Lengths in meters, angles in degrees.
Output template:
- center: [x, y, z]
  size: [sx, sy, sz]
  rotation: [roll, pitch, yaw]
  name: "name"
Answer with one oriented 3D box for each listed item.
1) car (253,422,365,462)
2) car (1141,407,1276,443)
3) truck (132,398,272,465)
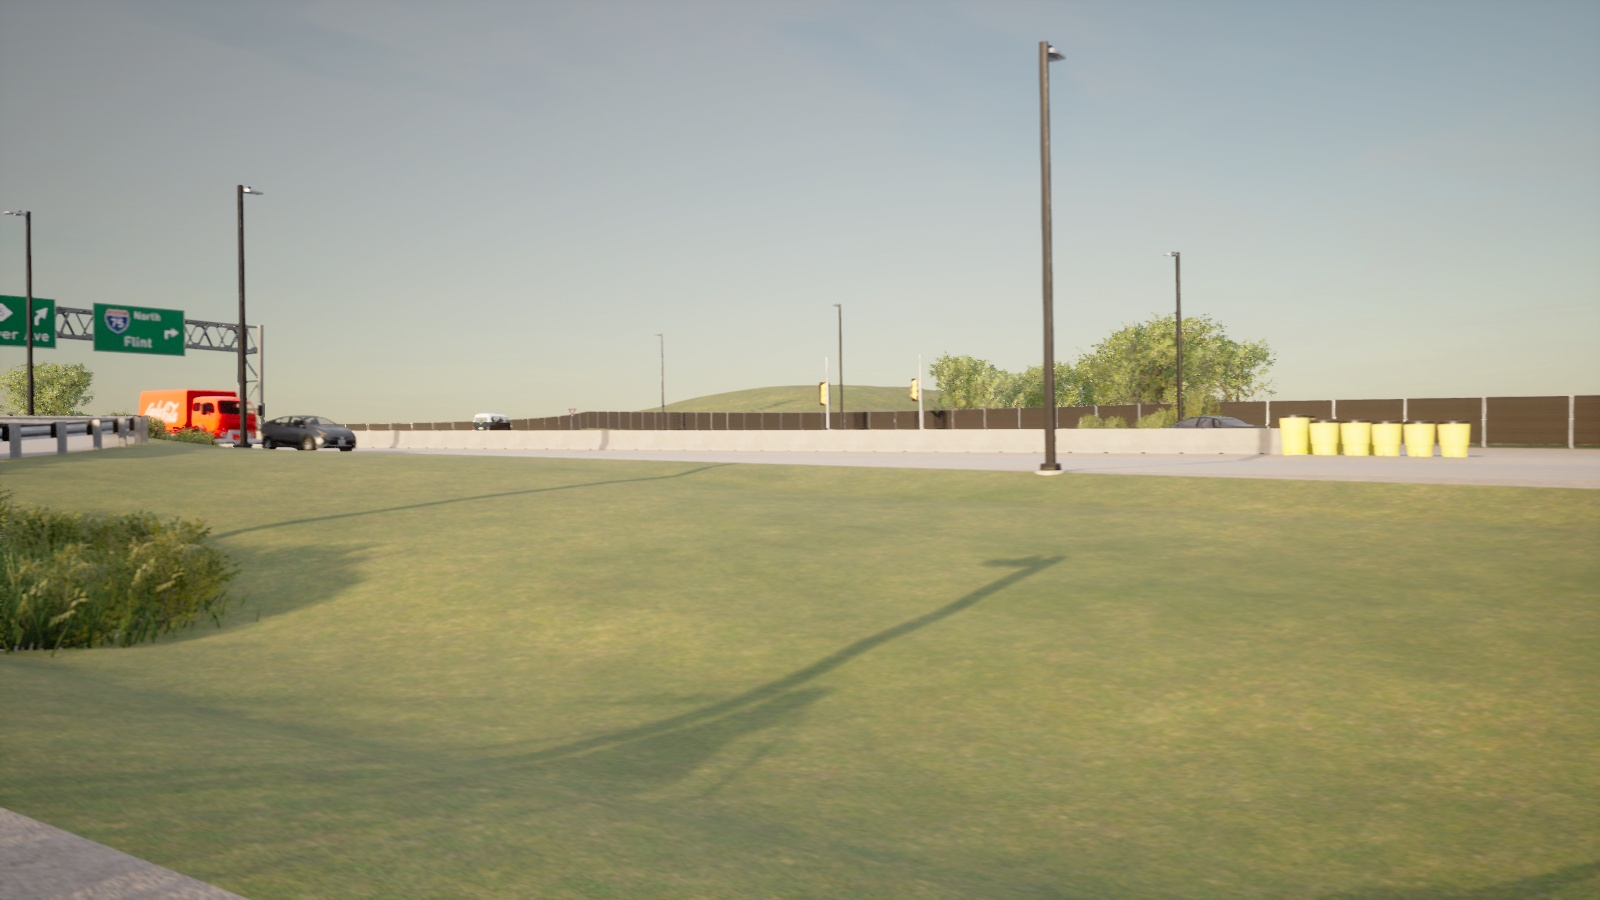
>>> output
- center: [-19.957, -0.316, 50.966]
  size: [4.514, 1.525, 2.007]
  rotation: [0, 1, 34]
  name: "car"
- center: [17.167, -1.045, 53.115]
  size: [2.033, 1.411, 5.357]
  rotation: [-2, 2, -32]
  name: "car"
- center: [-23.392, -0.684, 49.064]
  size: [5.204, 2.467, 2.627]
  rotation: [0, 1, 34]
  name: "truck"
